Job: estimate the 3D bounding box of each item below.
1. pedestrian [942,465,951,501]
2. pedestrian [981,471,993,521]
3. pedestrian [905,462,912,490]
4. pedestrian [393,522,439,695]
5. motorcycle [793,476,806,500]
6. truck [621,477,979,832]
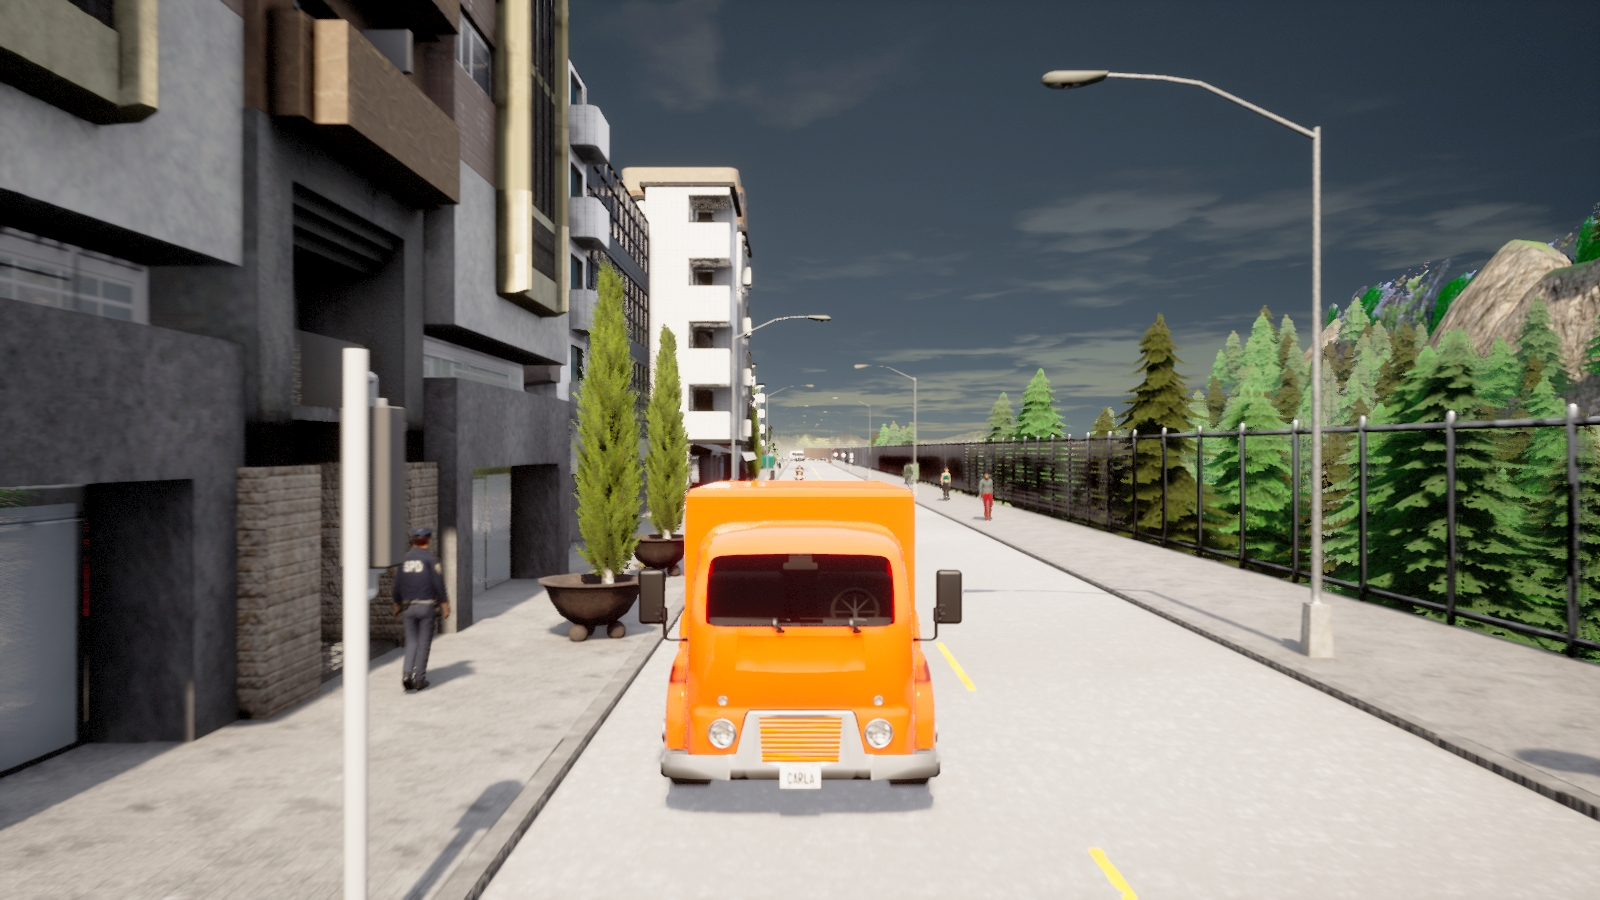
[{"bbox_3d":[7.641,1.735,59.707,0.375,1.860,0.375,0,0,-5],"label":"pedestrian"},{"bbox_3d":[7.037,1.737,43.027,0.375,1.860,0.375,0,0,-2],"label":"pedestrian"},{"bbox_3d":[7.281,1.731,76.600,0.375,1.860,0.375,0,0,-19],"label":"pedestrian"},{"bbox_3d":[-4.252,1.744,12.657,0.375,1.860,0.375,0,0,2],"label":"pedestrian"},{"bbox_3d":[-0.020,2.143,65.343,0.764,1.307,2.356,0,0,0],"label":"motorcycle"},{"bbox_3d":[-0.004,1.562,11.001,2.627,2.467,5.204,0,0,0],"label":"truck"}]
